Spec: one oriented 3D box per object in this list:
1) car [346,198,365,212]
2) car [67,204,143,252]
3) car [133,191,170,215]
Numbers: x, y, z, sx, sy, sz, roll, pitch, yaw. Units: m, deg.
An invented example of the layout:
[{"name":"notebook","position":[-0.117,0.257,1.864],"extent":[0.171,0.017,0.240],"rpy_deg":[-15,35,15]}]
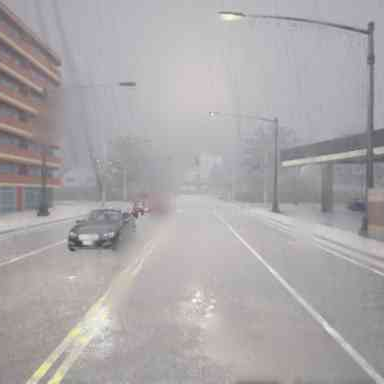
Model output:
[{"name":"car","position":[20.626,1.508,38.900],"extent":[4.611,1.667,2.242],"rpy_deg":[1,0,2]},{"name":"car","position":[-3.485,1.450,13.672],"extent":[2.128,1.511,4.902],"rpy_deg":[1,0,1]},{"name":"car","position":[-3.258,0.900,26.613],"extent":[2.150,2.045,5.566],"rpy_deg":[1,0,1]}]
